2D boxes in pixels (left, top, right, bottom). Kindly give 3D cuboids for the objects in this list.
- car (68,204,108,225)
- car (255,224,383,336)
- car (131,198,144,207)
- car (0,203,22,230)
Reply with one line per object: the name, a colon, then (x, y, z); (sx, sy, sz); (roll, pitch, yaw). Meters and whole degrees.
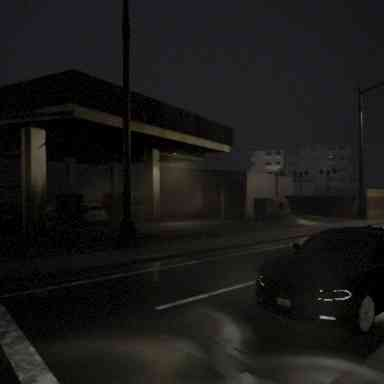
car: (-7.804, 1.631, 24.755); (1.970, 1.475, 3.806); (0, 0, -39)
car: (3.384, 1.490, 6.942); (5.008, 1.535, 1.882); (0, 0, -40)
car: (-9.696, 1.861, 60.486); (1.837, 1.490, 4.892); (-1, 0, 15)
car: (-11.790, 1.478, 20.548); (2.242, 1.667, 4.611); (0, 0, -39)
